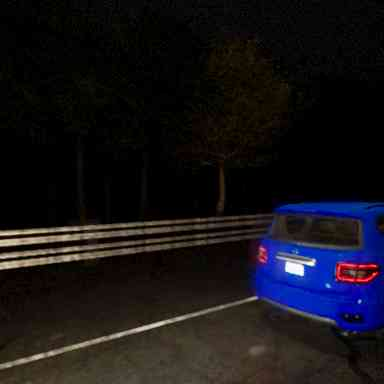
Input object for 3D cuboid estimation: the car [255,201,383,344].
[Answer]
[{"bbox_3d":[3.672,1.187,6.369,5.566,2.045,2.150,0,0,-35],"label":"car"}]
